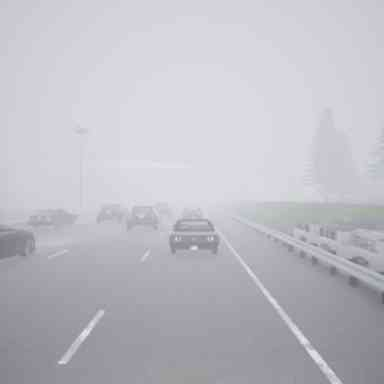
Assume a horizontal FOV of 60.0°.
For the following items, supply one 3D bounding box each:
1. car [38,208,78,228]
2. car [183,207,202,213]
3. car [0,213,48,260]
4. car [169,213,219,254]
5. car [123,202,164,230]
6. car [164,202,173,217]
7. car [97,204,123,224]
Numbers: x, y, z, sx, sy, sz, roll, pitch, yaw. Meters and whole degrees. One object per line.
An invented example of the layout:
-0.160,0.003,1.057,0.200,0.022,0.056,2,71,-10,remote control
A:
-10.434,1.934,25.258,2.033,1.411,5.357,0,-1,0,car
0.053,2.108,33.292,1.895,1.301,4.718,0,-1,0,car
-6.914,1.653,10.829,2.128,1.511,4.902,0,-1,0,car
0.081,1.819,14.603,1.895,1.301,4.718,0,-1,0,car
-3.426,1.726,24.358,2.097,1.767,4.553,0,-1,-2,car
-3.456,1.959,39.621,2.097,1.767,4.553,0,-1,1,car
-6.941,1.808,29.773,2.097,1.767,4.553,0,-1,0,car
